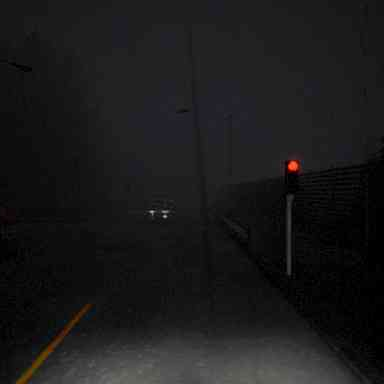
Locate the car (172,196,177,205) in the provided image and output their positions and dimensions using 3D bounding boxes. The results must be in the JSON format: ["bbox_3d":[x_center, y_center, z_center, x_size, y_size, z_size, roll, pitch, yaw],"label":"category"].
[{"bbox_3d":[-4.247,1.351,57.039,2.097,1.767,4.553,0,0,0],"label":"car"}]

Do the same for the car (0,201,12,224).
[{"bbox_3d":[-14.770,1.352,22.291,4.553,1.767,2.097,0,0,-1],"label":"car"}]

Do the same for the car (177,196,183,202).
[{"bbox_3d":[-4.295,1.540,77.394,5.357,1.411,2.033,0,0,40],"label":"car"}]

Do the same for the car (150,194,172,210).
[{"bbox_3d":[-4.229,1.221,43.984,2.150,2.045,5.566,0,0,0],"label":"car"}]

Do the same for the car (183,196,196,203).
[{"bbox_3d":[-0.345,1.505,67.908,1.837,1.490,4.892,0,0,-5],"label":"car"}]
